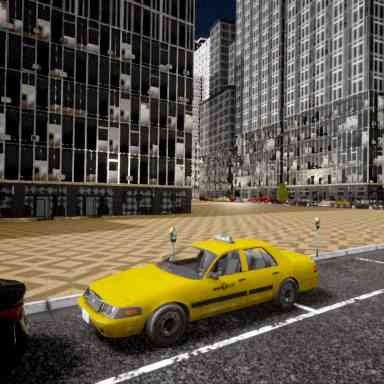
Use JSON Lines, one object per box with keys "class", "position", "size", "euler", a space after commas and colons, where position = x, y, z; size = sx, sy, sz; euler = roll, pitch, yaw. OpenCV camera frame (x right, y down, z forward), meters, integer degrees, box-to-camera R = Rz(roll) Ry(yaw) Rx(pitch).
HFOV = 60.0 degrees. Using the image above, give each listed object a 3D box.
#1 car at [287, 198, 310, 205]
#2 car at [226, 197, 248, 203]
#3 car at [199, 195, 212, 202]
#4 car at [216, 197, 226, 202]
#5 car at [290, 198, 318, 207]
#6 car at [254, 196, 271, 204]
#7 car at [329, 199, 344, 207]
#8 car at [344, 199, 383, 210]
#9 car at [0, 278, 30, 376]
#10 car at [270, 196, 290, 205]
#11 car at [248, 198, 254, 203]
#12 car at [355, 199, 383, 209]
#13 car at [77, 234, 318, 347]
{"class": "car", "position": [21.444, 1.929, 66.885], "size": [2.008, 1.369, 4.403], "euler": [1, -1, -22]}
{"class": "car", "position": [9.939, 1.732, 74.258], "size": [1.967, 1.590, 4.097], "euler": [1, -1, -22]}
{"class": "car", "position": [3.618, 1.701, 89.797], "size": [2.192, 1.841, 5.009], "euler": [1, -1, -22]}
{"class": "car", "position": [7.895, 1.848, 79.279], "size": [1.752, 1.417, 4.829], "euler": [1, -1, -22]}
{"class": "car", "position": [18.369, 1.717, 53.538], "size": [2.008, 1.369, 4.403], "euler": [1, -1, -22]}
{"class": "car", "position": [17.230, 1.756, 77.252], "size": [2.192, 1.841, 5.009], "euler": [1, -1, -22]}
{"class": "car", "position": [25.597, 1.842, 56.679], "size": [1.752, 1.417, 4.829], "euler": [1, -1, -22]}
{"class": "car", "position": [22.584, 1.655, 43.179], "size": [2.008, 1.369, 4.403], "euler": [1, -1, -22]}
{"class": "car", "position": [-3.964, 1.565, 3.258], "size": [4.313, 1.339, 1.947], "euler": [0, 1, -36]}
{"class": "car", "position": [16.263, 1.638, 58.719], "size": [1.967, 1.590, 4.097], "euler": [1, -1, -22]}
{"class": "car", "position": [15.117, 2.054, 82.431], "size": [1.802, 1.307, 4.206], "euler": [1, -1, -22]}
{"class": "car", "position": [27.770, 1.835, 51.340], "size": [2.008, 1.369, 4.403], "euler": [1, -1, -22]}
{"class": "car", "position": [0.401, 1.528, 6.315], "size": [4.829, 1.417, 1.752], "euler": [0, 1, -35]}
